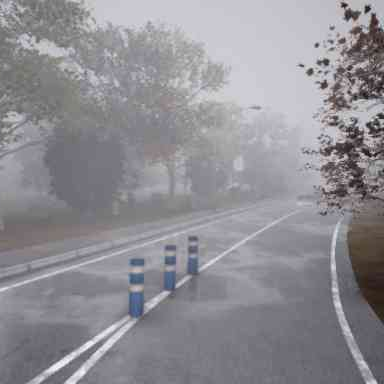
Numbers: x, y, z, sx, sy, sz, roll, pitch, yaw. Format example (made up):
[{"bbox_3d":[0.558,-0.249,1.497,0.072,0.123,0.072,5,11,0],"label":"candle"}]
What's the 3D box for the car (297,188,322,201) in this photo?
[{"bbox_3d":[13.823,0.228,38.881,2.033,1.411,5.357,0,3,32],"label":"car"}]
